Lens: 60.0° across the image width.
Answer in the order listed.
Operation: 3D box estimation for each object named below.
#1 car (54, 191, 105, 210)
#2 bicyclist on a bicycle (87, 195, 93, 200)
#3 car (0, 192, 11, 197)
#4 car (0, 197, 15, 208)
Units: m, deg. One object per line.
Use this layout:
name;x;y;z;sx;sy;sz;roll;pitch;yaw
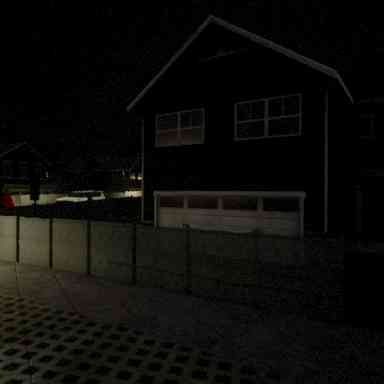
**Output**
car;-10.843;0.887;32.593;2.150;2.045;5.566;0;1;25
bicyclist on a bicycle;-7.775;1.065;25.387;1.656;1.620;0.582;0;1;27
car;-15.366;1.017;23.371;2.150;2.045;5.566;0;1;26
car;-13.043;1.328;21.311;1.837;1.490;4.892;1;1;26
